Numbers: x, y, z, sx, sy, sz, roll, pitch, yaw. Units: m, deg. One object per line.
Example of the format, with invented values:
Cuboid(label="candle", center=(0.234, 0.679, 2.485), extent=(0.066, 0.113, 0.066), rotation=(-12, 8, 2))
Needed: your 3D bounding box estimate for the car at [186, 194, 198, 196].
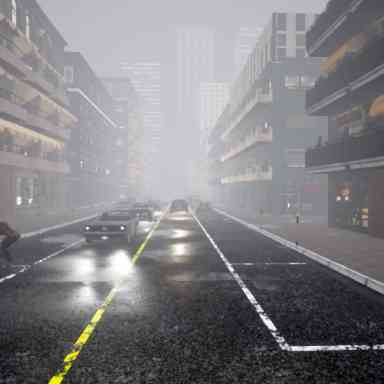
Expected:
Cuboid(label="car", center=(0.275, 1.303, 57.572), extent=(2.192, 1.841, 5.009), rotation=(-1, 0, -2))

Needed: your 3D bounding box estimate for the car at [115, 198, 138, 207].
Cuboid(label="car", center=(-7.106, 1.574, 34.857), extent=(1.802, 1.307, 4.206), rotation=(-1, 0, -2))

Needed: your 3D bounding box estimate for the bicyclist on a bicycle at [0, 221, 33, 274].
Cuboid(label="bicyclist on a bicycle", center=(-5.143, 1.453, 9.000), extent=(1.656, 1.620, 0.582), rotation=(-2, 0, -2))

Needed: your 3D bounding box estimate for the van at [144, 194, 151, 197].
Cuboid(label="van", center=(-7.826, 1.330, 51.647), extent=(1.690, 1.788, 3.998), rotation=(-1, 0, -2))

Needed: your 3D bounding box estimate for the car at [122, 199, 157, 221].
Cuboid(label="car", center=(-4.194, 1.557, 27.248), extent=(1.994, 1.385, 4.181), rotation=(0, 0, -2))

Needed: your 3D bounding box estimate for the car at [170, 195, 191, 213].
Cuboid(label="car", center=(-1.407, 1.469, 36.773), extent=(1.882, 1.535, 5.008), rotation=(0, 0, -2))

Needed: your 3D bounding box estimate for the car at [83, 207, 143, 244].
Cuboid(label="car", center=(-3.734, 1.597, 16.068), extent=(1.895, 1.301, 4.718), rotation=(0, 0, -2))

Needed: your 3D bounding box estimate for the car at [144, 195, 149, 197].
Cuboid(label="car", center=(-7.585, 1.540, 46.050), extent=(2.008, 1.369, 4.403), rotation=(-1, 0, -2))

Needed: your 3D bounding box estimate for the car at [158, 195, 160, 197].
Cuboid(label="car", center=(-9.290, 1.566, 85.228), extent=(1.802, 1.307, 4.206), rotation=(-1, 0, -2))

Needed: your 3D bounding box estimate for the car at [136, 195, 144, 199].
Cuboid(label="car", center=(-7.347, 1.431, 40.453), extent=(1.967, 1.590, 4.097), rotation=(-1, 0, -2))

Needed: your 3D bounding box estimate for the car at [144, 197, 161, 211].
Cuboid(label="car", center=(-4.809, 1.591, 41.204), extent=(1.895, 1.301, 4.718), rotation=(0, 0, -2))

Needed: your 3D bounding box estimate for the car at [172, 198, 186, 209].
Cuboid(label="car", center=(-1.868, 1.554, 47.199), extent=(1.994, 1.385, 4.181), rotation=(0, 0, -2))

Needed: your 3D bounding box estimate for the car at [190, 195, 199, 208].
Cuboid(label="car", center=(0.749, 1.515, 46.548), extent=(1.752, 1.417, 4.829), rotation=(-1, 0, -2))

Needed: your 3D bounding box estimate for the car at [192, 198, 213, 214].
Cuboid(label="car", center=(1.235, 1.574, 35.184), extent=(1.802, 1.307, 4.206), rotation=(-1, 0, -2))

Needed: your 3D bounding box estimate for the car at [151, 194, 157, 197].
Cuboid(label="car", center=(-8.327, 1.302, 62.840), extent=(2.192, 1.841, 5.009), rotation=(-1, 0, -2))

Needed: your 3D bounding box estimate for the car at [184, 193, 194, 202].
Cuboid(label="car", center=(-0.680, 1.300, 79.960), extent=(2.192, 1.841, 5.009), rotation=(-1, 0, -2))

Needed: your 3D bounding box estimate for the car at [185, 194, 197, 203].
Cuboid(label="car", center=(-0.203, 1.301, 68.766), extent=(2.192, 1.841, 5.009), rotation=(-1, 0, -2))

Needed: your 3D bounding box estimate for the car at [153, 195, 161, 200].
Cuboid(label="car", center=(-9.529, 1.566, 90.825), extent=(1.802, 1.307, 4.206), rotation=(-1, 0, -2))
